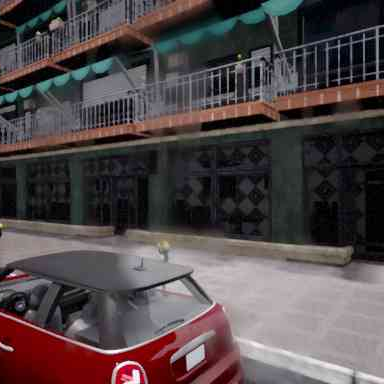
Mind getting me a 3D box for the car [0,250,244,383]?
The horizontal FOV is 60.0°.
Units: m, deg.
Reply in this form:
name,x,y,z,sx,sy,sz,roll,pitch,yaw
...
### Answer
name,x,y,z,sx,sy,sz,roll,pitch,yaw
car,-1.550,1.440,3.977,4.097,1.590,1.967,0,0,35
